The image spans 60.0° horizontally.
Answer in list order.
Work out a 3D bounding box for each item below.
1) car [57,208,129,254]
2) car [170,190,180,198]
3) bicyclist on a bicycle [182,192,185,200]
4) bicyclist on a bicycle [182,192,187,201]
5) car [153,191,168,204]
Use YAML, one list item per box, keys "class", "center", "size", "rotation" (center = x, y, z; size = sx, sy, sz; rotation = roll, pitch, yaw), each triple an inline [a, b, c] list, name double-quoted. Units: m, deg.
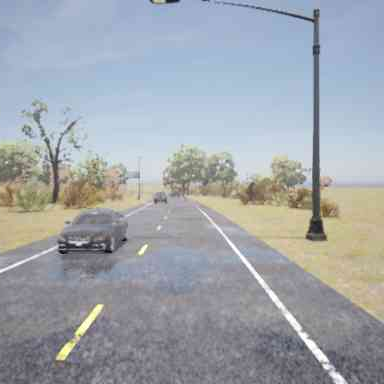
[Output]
- class: "car"
  center: [-3.718, 1.437, 13.220]
  size: [1.837, 1.490, 4.892]
  rotation: [0, 0, -1]
- class: "car"
  center: [-4.583, 0.541, 94.392]
  size: [2.150, 2.045, 5.566]
  rotation: [0, 0, -6]
- class: "bicyclist on a bicycle"
  center: [-1.998, 0.940, 75.497]
  size: [0.659, 1.776, 1.843]
  rotation: [0, 1, -4]
- class: "bicyclist on a bicycle"
  center: [-1.353, 1.061, 66.586]
  size: [0.866, 1.612, 1.509]
  rotation: [0, 0, -4]
- class: "car"
  center: [-5.200, 0.918, 55.701]
  size: [2.150, 2.045, 5.566]
  rotation: [0, 0, -3]
